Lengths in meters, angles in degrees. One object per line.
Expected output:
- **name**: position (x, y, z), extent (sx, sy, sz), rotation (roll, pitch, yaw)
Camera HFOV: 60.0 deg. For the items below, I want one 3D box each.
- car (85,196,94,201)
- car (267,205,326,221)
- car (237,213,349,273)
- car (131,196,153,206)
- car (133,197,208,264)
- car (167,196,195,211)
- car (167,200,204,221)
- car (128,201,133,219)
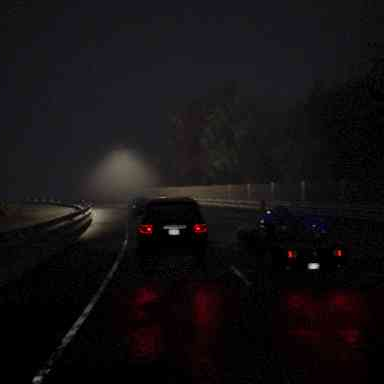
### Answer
- **car**: position (-26.184, 1.652, 84.847), extent (2.033, 1.411, 5.357), rotation (0, 0, -22)
- **car**: position (5.309, 1.463, 18.101), extent (1.882, 1.535, 5.008), rotation (0, 0, -9)
- **car**: position (2.842, 1.593, 10.640), extent (1.895, 1.301, 4.718), rotation (0, 0, -6)
- **car**: position (-8.457, 1.522, 55.830), extent (1.882, 1.535, 5.008), rotation (0, 0, -30)
- **car**: position (-0.817, 1.227, 12.052), extent (2.150, 2.045, 5.566), rotation (0, 0, -7)
- **car**: position (-1.473, 1.366, 41.642), extent (2.097, 1.767, 4.553), rotation (0, 0, -22)
- **car**: position (-0.657, 1.500, 28.823), extent (2.128, 1.511, 4.902), rotation (0, 0, -15)
- **car**: position (-4.494, 1.527, 29.462), extent (1.837, 1.490, 4.892), rotation (0, 0, -16)
